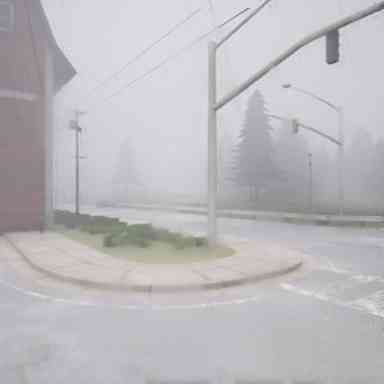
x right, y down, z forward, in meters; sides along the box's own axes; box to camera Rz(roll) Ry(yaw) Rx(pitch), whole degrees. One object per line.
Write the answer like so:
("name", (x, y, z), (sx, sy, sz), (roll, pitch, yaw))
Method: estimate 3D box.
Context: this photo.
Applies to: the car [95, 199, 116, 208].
("car", (-12.661, 1.676, 48.715), (1.994, 1.385, 4.181), (0, 0, -34))
